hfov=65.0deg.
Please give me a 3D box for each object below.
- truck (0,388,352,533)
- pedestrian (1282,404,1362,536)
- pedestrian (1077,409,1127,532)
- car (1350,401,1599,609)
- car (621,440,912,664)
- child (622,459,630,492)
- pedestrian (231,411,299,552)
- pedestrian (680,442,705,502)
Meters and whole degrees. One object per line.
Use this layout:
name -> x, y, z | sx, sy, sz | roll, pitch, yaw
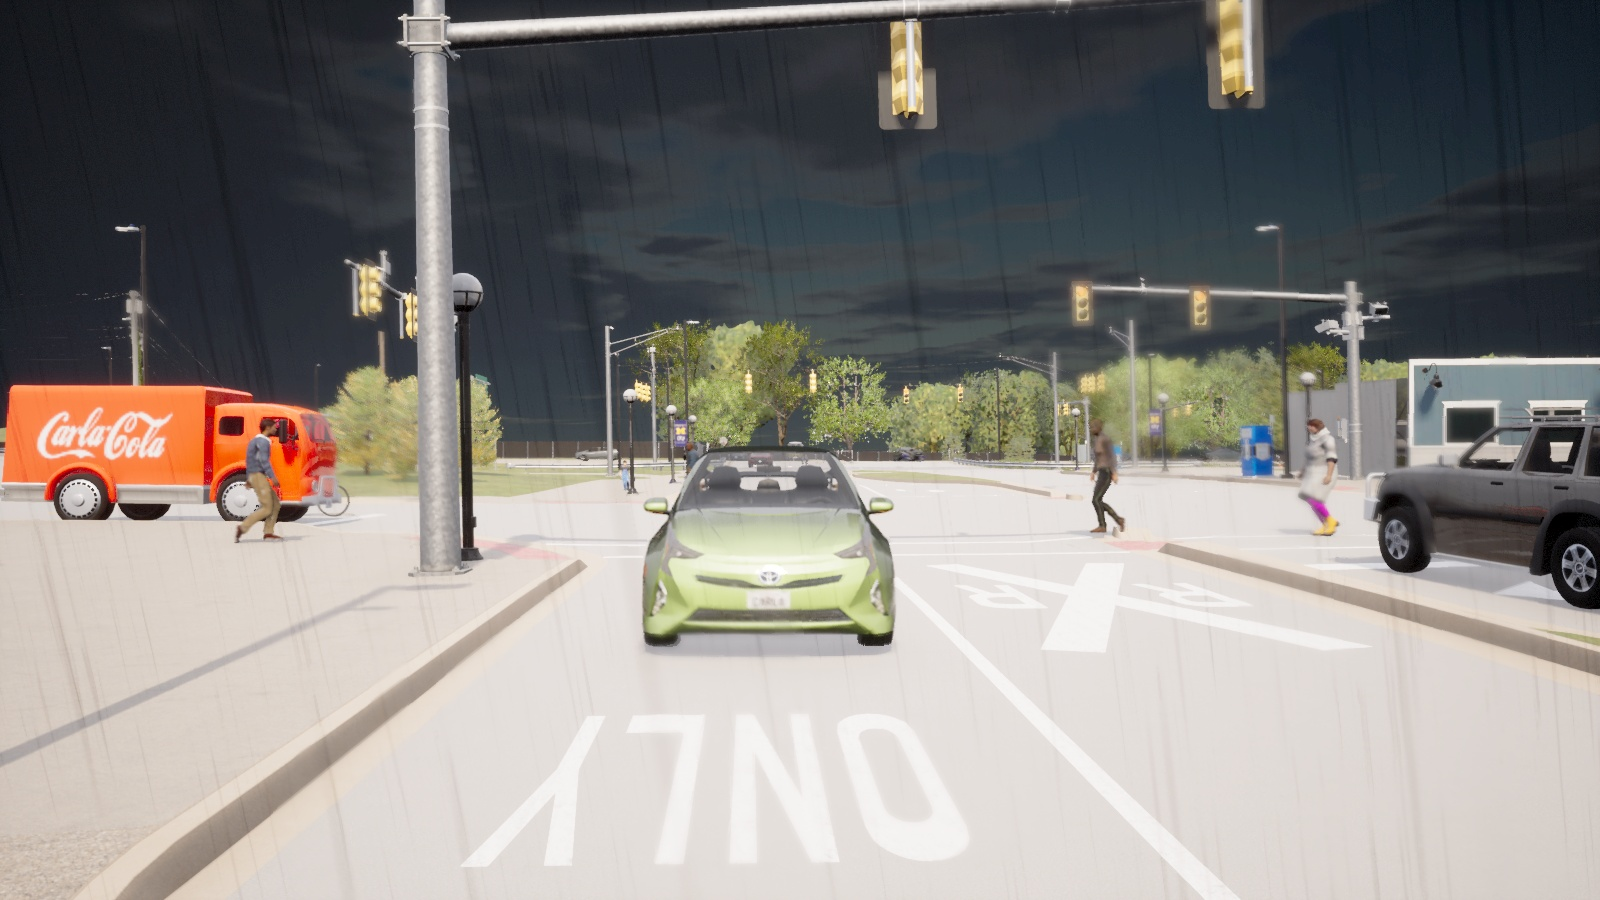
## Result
truck -> -11.176, 0.198, 22.731 | 5.204, 2.467, 2.627 | 0, -1, -2
pedestrian -> 7.978, 0.308, 19.218 | 0.873, 1.952, 0.659 | -2, -1, 0
pedestrian -> 4.620, 0.313, 19.225 | 0.634, 1.846, 0.331 | -2, -1, -1
car -> 7.886, 0.437, 13.016 | 1.932, 1.855, 4.605 | -1, 1, -7
car -> -0.284, 0.689, 10.972 | 2.007, 1.525, 4.514 | 0, 1, -1
child -> -6.878, 1.005, 49.567 | 0.270, 1.263, 0.437 | -2, -1, -5
pedestrian -> -7.594, 0.433, 17.828 | 0.788, 1.949, 0.423 | -1, -1, -30
pedestrian -> -3.309, 0.681, 38.706 | 0.726, 1.835, 0.370 | -2, -1, -4
